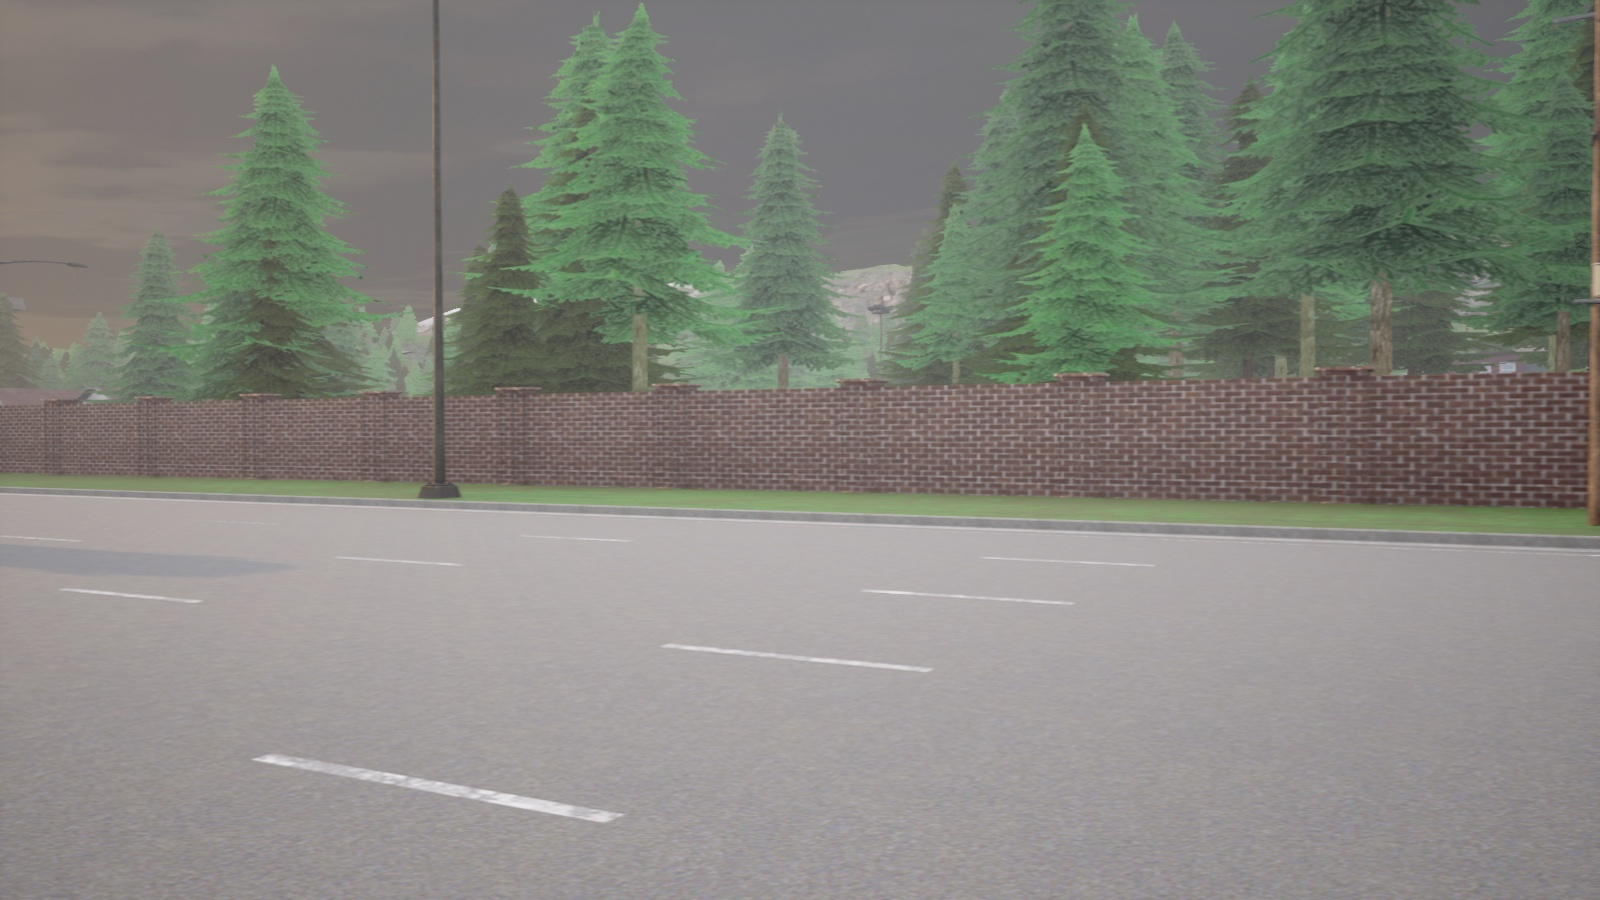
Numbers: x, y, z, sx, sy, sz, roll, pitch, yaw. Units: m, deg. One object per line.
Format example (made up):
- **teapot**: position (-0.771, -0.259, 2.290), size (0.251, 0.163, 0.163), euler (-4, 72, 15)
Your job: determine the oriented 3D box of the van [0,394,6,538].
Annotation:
- **van**: position (-13.766, 0.210, 18.004), size (4.480, 2.038, 2.069), euler (1, 1, 28)
